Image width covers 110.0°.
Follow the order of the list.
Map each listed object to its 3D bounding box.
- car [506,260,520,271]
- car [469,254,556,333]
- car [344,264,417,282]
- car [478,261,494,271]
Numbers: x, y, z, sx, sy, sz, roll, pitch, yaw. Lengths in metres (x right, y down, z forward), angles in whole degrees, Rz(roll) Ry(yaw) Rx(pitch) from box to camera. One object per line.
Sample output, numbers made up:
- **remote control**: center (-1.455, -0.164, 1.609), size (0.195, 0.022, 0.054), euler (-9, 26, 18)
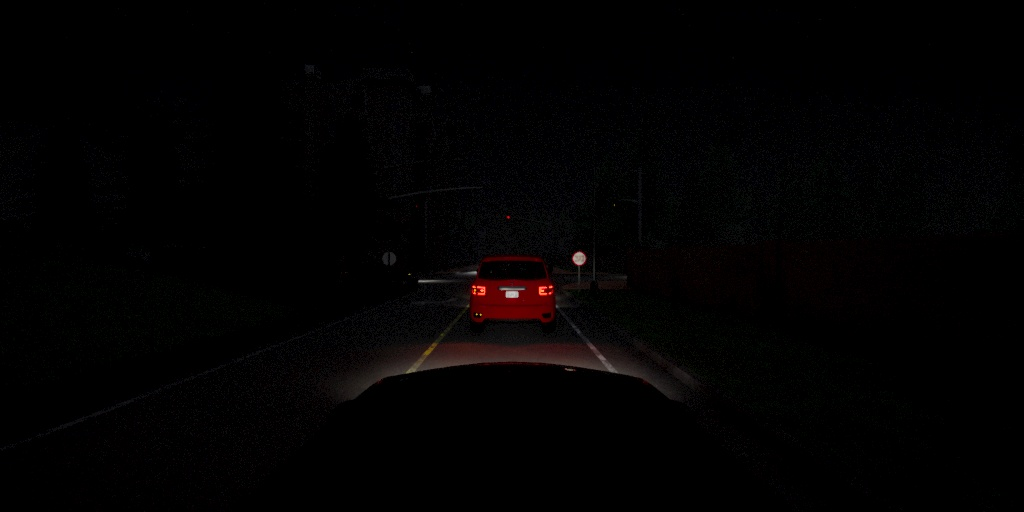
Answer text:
- **car**: center (0.141, 1.275, 50.667), size (1.812, 1.442, 4.674), euler (0, 0, 0)
- **car**: center (0.051, 0.971, 10.871), size (2.150, 2.045, 5.566), euler (0, 0, 1)
- **car**: center (-10.437, 1.312, 28.583), size (5.357, 1.411, 2.033), euler (0, 0, 0)
- **car**: center (-3.550, 1.350, 50.041), size (1.895, 1.301, 4.718), euler (0, 0, 0)
